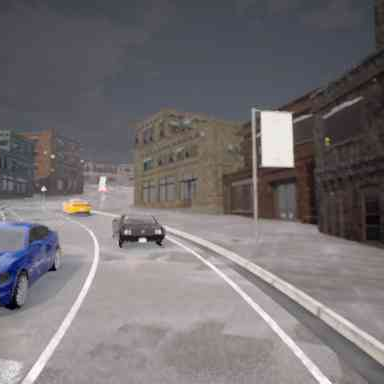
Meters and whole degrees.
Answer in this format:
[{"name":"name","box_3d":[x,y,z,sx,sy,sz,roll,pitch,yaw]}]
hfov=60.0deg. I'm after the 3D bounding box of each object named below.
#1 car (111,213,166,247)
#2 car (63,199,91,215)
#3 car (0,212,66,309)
[{"name":"car","box_3d":[-2.639,1.623,15.338,1.895,1.301,4.718,1,0,-18]},{"name":"car","box_3d":[-11.458,1.420,32.898,1.882,1.535,5.008,2,-1,-31]},{"name":"car","box_3d":[-4.478,1.472,7.876,1.882,1.535,5.008,0,0,-10]}]
